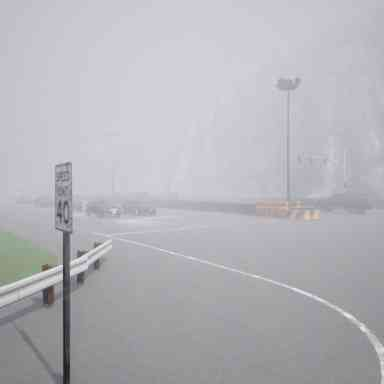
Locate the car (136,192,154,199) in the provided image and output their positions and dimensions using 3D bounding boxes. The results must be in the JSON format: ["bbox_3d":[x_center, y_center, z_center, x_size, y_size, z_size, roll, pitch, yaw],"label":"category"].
[{"bbox_3d":[-11.332,0.903,79.610,2.128,1.511,4.902,0,1,-38],"label":"car"}]

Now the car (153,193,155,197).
[{"bbox_3d":[-10.443,0.831,67.111,2.150,2.045,5.566,0,1,-38],"label":"car"}]

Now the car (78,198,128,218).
[{"bbox_3d":[-8.030,1.424,29.826,2.128,1.511,4.902,0,0,-38],"label":"car"}]

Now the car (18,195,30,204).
[{"bbox_3d":[-27.190,1.176,54.373,1.812,1.442,4.674,0,1,-37],"label":"car"}]

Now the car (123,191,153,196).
[{"bbox_3d":[-9.937,0.907,60.944,2.150,2.045,5.566,0,0,-38],"label":"car"}]

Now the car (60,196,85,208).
[{"bbox_3d":[-16.758,1.311,46.640,1.837,1.490,4.892,0,0,-38],"label":"car"}]

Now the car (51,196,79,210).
[{"bbox_3d":[-13.755,1.491,37.104,1.895,1.301,4.718,0,0,-38],"label":"car"}]

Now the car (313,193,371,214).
[{"bbox_3d":[15.584,1.143,34.682,2.150,2.045,5.566,0,0,-41],"label":"car"}]

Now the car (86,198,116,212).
[{"bbox_3d":[-10.693,1.449,38.868,1.994,1.385,4.181,0,0,-38],"label":"car"}]

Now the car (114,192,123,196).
[{"bbox_3d":[-16.825,0.749,75.270,2.097,1.767,4.553,0,1,-38],"label":"car"}]

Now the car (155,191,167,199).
[{"bbox_3d":[-7.904,0.951,69.547,2.097,1.767,4.553,0,1,-38],"label":"car"}]

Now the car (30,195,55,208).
[{"bbox_3d":[-20.134,1.306,45.268,1.837,1.490,4.892,0,1,-38],"label":"car"}]

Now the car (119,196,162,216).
[{"bbox_3d":[-5.214,1.430,31.908,1.837,1.490,4.892,0,0,-38],"label":"car"}]

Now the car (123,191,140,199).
[{"bbox_3d":[-14.068,0.741,77.427,2.097,1.767,4.553,0,1,-38],"label":"car"}]

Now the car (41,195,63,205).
[{"bbox_3d":[-22.984,1.226,54.646,2.033,1.411,5.357,0,1,-38],"label":"car"}]

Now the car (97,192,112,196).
[{"bbox_3d":[-19.600,0.799,73.138,2.097,1.767,4.553,0,1,-38],"label":"car"}]

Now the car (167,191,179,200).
[{"bbox_3d":[-4.931,0.815,71.426,2.150,2.045,5.566,0,1,-38],"label":"car"}]
